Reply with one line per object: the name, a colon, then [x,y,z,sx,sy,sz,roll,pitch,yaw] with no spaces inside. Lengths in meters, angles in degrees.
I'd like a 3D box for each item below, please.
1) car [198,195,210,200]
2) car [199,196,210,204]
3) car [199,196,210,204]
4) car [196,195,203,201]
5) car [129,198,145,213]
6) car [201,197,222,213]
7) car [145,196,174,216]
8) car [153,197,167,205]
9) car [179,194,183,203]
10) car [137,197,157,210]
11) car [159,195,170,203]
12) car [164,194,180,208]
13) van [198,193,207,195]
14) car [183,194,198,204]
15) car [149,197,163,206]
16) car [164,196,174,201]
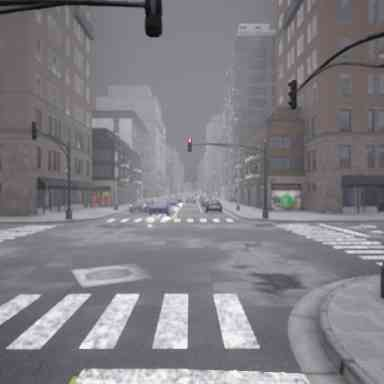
car: [2.369,1.547,53.102,1.947,1.339,4.313,0,0,0]
car: [2.385,1.539,64.123,2.008,1.369,4.403,0,0,0]
car: [2.361,1.561,47.591,1.802,1.307,4.206,0,0,0]
car: [2.013,1.545,90.538,1.812,1.442,4.674,0,0,0]
car: [-5.679,1.418,36.581,1.967,1.590,4.097,0,0,0]
car: [2.345,1.544,36.569,1.947,1.339,4.313,0,0,0]
car: [-3.146,1.456,32.936,1.882,1.535,5.008,0,0,0]
car: [-5.648,1.535,58.624,2.008,1.369,4.403,0,0,0]
car: [-2.996,1.624,68.280,1.895,1.301,4.718,0,0,0]
car: [-5.671,1.418,42.092,1.967,1.590,4.097,0,0,0]
car: [-5.632,1.434,69.645,1.967,1.590,4.097,0,0,0]
car: [-3.111,1.484,48.958,1.837,1.490,4.892,0,0,0]
van: [2.377,1.325,58.612,1.690,1.788,3.998,0,0,0]
car: [-0.252,1.552,64.135,1.994,1.385,4.181,0,0,0]
car: [-5.656,1.563,53.113,1.802,1.307,4.206,0,0,0]
car: [-5.616,1.558,80.667,2.008,1.369,4.403,0,0,0]
